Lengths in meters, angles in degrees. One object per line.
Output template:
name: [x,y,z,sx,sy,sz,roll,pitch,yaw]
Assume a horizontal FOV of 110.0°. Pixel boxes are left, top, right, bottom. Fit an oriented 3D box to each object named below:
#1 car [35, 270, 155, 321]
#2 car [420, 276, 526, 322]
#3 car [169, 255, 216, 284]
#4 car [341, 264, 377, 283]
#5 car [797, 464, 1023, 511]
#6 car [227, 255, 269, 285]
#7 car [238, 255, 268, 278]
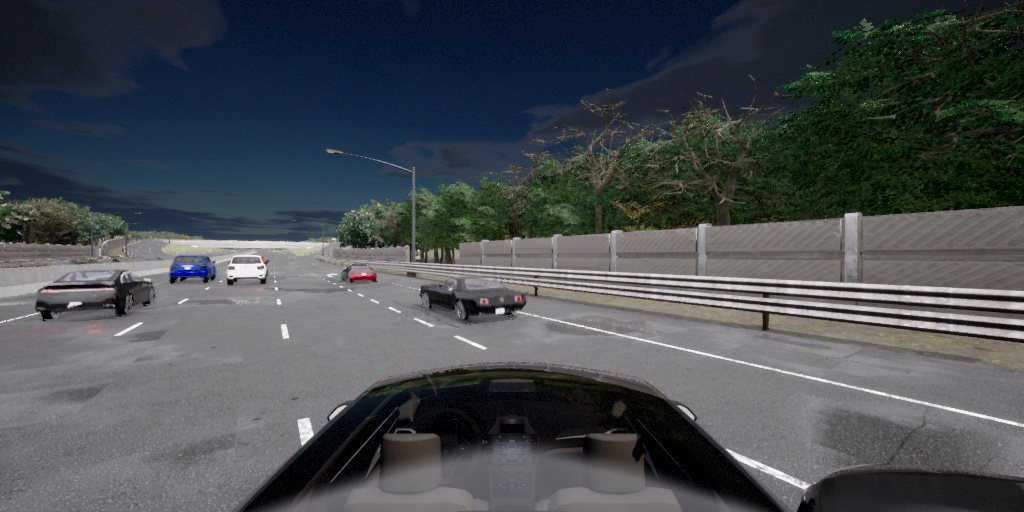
car: [-14.379,1.236,12.671,2.128,1.511,4.902,0,0,-34]
car: [-1.594,1.350,12.508,1.895,1.301,4.718,0,0,-34]
car: [-24.357,0.953,27.505,2.150,2.045,5.566,0,0,-34]
car: [-11.905,1.303,27.795,1.994,1.385,4.181,0,0,-34]
car: [2.985,1.315,0.468,4.181,1.385,1.994,0,0,34]
car: [-19.275,0.957,26.216,2.150,2.045,5.566,0,0,-34]
car: [-25.266,0.946,35.171,2.150,2.045,5.566,0,0,-34]
